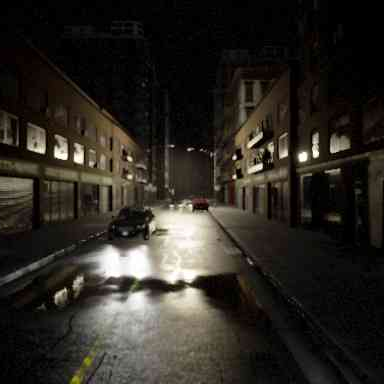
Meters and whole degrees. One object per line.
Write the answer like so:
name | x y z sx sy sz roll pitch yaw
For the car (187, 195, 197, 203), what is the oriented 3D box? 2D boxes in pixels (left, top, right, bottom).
car | -0.006 1.529 74.268 2.128 1.511 4.902 0 0 0

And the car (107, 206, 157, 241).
car | -2.851 1.493 16.634 2.128 1.511 4.902 0 0 0

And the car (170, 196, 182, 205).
car | -2.798 1.536 59.090 1.837 1.490 4.892 0 0 1

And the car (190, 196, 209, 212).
car | 0.959 1.490 38.673 1.882 1.535 5.008 0 0 0

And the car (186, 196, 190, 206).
car | -0.005 1.628 56.438 1.895 1.301 4.718 0 0 0
